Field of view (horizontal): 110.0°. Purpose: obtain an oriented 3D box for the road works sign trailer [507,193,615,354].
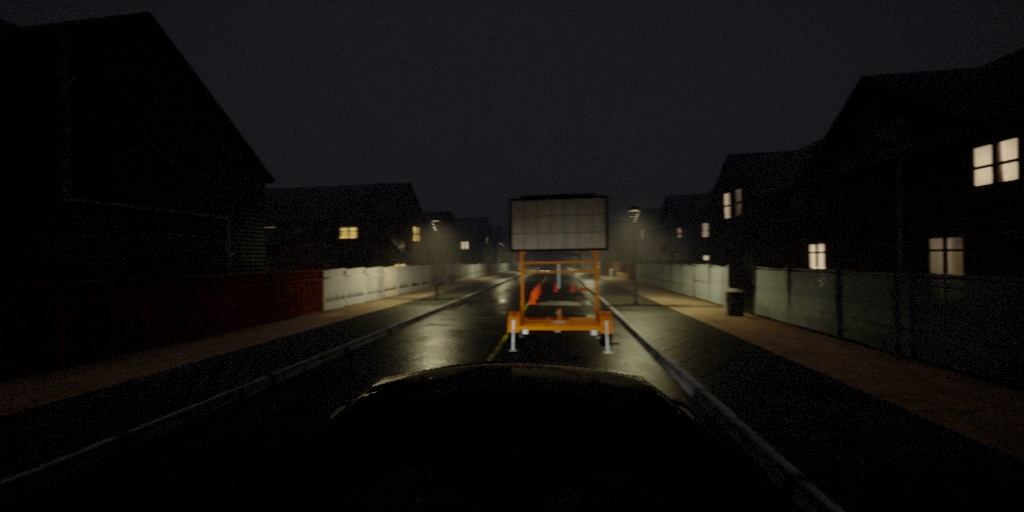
[{"bbox_3d":[1.199,0.274,9.002,2.380,3.560,2.880,0,0,8],"label":"road works sign trailer"}]
